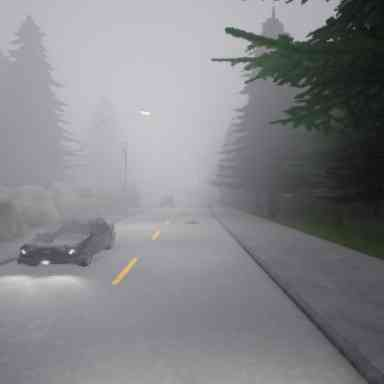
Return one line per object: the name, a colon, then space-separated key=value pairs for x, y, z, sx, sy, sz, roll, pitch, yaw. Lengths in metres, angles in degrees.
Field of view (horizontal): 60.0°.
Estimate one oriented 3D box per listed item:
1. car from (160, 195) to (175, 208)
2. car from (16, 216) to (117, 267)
car: x=-4.036 y=1.485 z=54.845 sx=2.150 sy=2.045 sz=5.566 roll=0 pitch=0 yaw=1
car: x=-4.097 y=1.607 z=11.966 sx=2.033 sy=1.411 sz=5.357 roll=0 pitch=0 yaw=0
